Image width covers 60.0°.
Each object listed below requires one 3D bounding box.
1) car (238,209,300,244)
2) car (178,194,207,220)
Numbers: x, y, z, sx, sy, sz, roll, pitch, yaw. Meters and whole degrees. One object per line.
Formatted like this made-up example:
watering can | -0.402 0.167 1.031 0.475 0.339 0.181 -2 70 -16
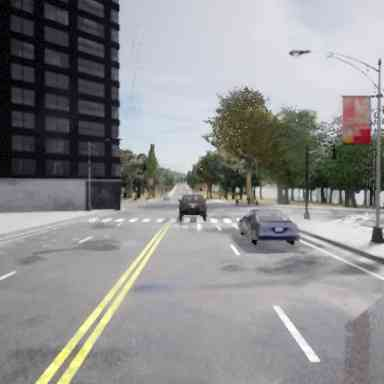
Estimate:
car | 3.349 1.485 15.327 2.033 1.411 5.357 0 0 0
car | 0.016 1.148 27.187 2.150 2.045 5.566 0 0 -1
